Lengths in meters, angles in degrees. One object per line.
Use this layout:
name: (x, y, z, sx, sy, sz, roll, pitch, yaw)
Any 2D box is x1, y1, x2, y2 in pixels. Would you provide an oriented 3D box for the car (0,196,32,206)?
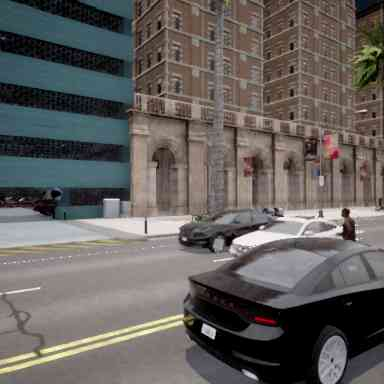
car: (-29.183, 1.413, 54.781, 4.786, 1.482, 2.161, 0, 0, -35)

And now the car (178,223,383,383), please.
car: (2.218, 1.478, 5.327, 5.008, 1.535, 1.882, 0, 0, -35)

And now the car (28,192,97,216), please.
car: (-11.474, 1.029, 30.439, 5.566, 2.045, 2.435, 0, 0, -35)

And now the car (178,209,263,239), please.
car: (1.757, 1.477, 13.812, 5.008, 1.535, 1.882, 0, 0, -35)

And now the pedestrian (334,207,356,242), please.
pedestrian: (4.092, 1.294, 8.832, 0.375, 1.860, 0.375, 0, 0, -35)

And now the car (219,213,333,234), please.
car: (3.304, 1.526, 10.619, 4.674, 1.442, 1.812, 0, 0, -35)

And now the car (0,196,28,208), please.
car: (-22.829, 1.463, 45.067, 4.718, 1.301, 1.895, 0, 0, -35)
